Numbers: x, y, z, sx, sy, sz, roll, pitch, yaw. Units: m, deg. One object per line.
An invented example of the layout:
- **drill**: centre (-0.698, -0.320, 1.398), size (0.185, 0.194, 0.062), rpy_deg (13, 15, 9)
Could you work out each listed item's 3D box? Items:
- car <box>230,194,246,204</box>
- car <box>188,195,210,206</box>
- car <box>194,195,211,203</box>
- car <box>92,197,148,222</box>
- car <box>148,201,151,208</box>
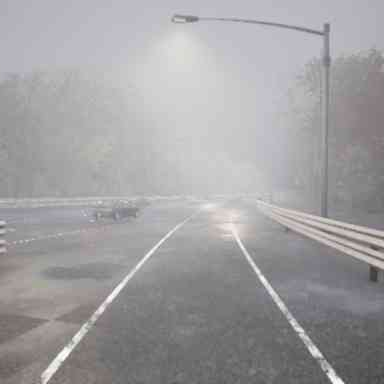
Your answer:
- **car**: centre (8.929, 1.552, 66.963), size (2.033, 1.411, 5.357), rpy_deg (1, 0, 19)
- **car**: centre (0.994, 1.540, 54.906), size (1.895, 1.301, 4.718), rpy_deg (1, 0, 19)
- **car**: centre (2.326, 1.412, 69.282), size (2.128, 1.511, 4.902), rpy_deg (1, 0, 19)
- **car**: centre (-5.630, 1.416, 25.441), size (2.128, 1.511, 4.902), rpy_deg (1, 0, 19)
- **car**: centre (-6.938, 1.376, 42.859), size (1.812, 1.442, 4.674), rpy_deg (1, 0, 19)
